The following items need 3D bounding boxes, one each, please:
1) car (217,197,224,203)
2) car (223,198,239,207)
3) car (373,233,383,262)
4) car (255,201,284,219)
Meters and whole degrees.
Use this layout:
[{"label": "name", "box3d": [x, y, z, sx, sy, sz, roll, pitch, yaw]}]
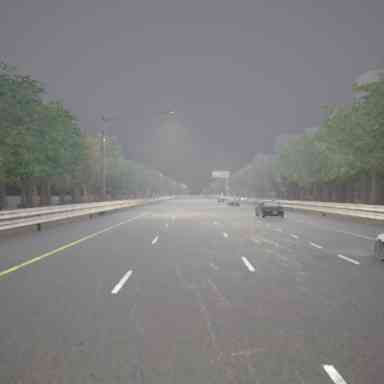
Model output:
[{"label": "car", "box3d": [7.383, 1.985, 84.021, 1.812, 1.442, 4.674, 0, 0, 1]}, {"label": "car", "box3d": [7.187, 1.893, 59.041, 1.895, 1.301, 4.718, 0, 0, 0]}, {"label": "car", "box3d": [7.004, 1.538, 9.272, 1.812, 1.442, 4.674, 0, 0, 0]}, {"label": "car", "box3d": [7.050, 1.609, 30.659, 1.882, 1.535, 5.008, 0, -1, 0]}]
